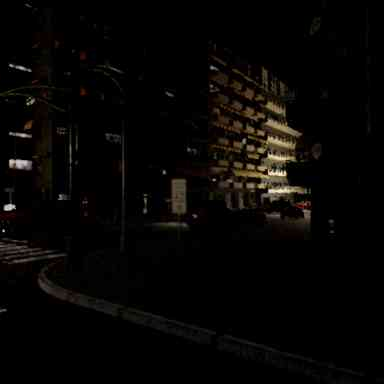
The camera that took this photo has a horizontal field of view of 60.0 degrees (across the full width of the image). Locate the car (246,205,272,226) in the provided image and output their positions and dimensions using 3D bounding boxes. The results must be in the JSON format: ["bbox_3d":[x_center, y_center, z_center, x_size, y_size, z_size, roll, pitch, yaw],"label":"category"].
[{"bbox_3d":[4.826,2.102,28.400,1.887,1.381,4.507,-2,-2,35],"label":"car"}]

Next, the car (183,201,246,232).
[{"bbox_3d":[1.575,1.770,23.768,2.192,1.841,5.009,-2,-2,35],"label":"car"}]

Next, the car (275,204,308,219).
[{"bbox_3d":[11.324,2.344,37.677,1.802,1.307,4.206,-2,-2,35],"label":"car"}]

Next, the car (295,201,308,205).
[{"bbox_3d":[20.697,2.871,65.611,1.887,1.381,4.507,-2,-2,35],"label":"car"}]

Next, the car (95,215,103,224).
[{"bbox_3d":[-8.642,1.931,23.720,1.752,1.417,4.829,-2,-2,35],"label":"car"}]

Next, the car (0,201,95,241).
[{"bbox_3d":[-8.655,1.538,19.087,2.150,2.045,5.566,-1,-1,34],"label":"car"}]

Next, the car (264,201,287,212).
[{"bbox_3d":[14.196,2.440,56.339,2.192,1.841,5.009,-2,-2,35],"label":"car"}]

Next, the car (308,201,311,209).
[{"bbox_3d":[23.943,2.741,70.256,2.192,1.841,5.009,-2,-2,35],"label":"car"}]

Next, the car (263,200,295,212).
[{"bbox_3d":[13.293,2.217,50.336,2.150,2.045,5.566,0,-1,35],"label":"car"}]
